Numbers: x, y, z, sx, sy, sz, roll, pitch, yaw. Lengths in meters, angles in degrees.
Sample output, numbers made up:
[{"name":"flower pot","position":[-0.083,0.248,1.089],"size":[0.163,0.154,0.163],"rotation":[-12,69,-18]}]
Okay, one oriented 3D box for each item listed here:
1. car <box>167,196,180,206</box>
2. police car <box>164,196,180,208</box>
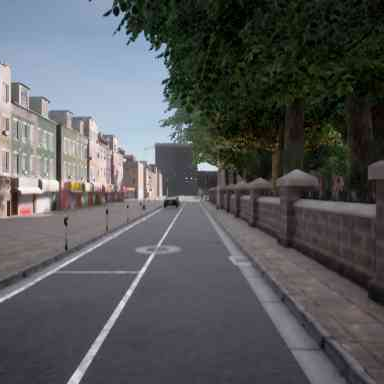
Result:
[{"name":"car","position":[-3.020,1.482,55.488],"size":[1.837,1.490,4.892],"rotation":[0,0,0]},{"name":"police car","position":[-3.009,1.404,48.598],"size":[1.930,1.638,5.238],"rotation":[0,0,0]}]
